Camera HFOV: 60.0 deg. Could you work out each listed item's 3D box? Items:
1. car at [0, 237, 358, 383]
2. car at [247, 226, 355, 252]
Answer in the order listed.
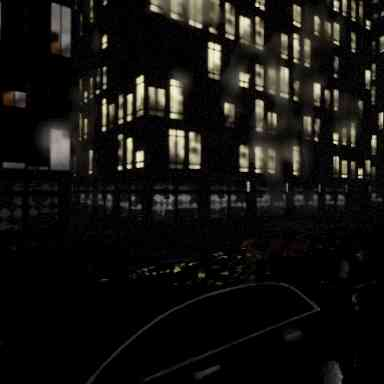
[{"bbox_3d":[-0.346,1.506,3.131,4.892,1.490,1.837,0,0,-36],"label":"car"},{"bbox_3d":[2.287,1.555,8.189,4.403,1.369,2.008,0,0,-36],"label":"car"}]
